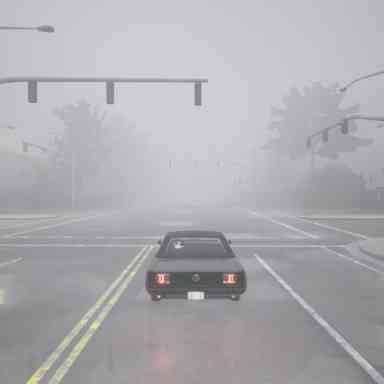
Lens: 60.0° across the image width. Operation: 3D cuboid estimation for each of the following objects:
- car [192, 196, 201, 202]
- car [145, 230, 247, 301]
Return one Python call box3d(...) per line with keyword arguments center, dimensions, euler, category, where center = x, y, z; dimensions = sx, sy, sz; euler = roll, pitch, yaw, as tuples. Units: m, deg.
box3d(center=(1.016, 1.524, 73.002), dimensions=(1.812, 1.442, 4.674), euler=(0, 0, 1), category="car")
box3d(center=(0.065, 1.601, 8.280), dimensions=(1.895, 1.301, 4.718), euler=(0, 0, 0), category="car")
